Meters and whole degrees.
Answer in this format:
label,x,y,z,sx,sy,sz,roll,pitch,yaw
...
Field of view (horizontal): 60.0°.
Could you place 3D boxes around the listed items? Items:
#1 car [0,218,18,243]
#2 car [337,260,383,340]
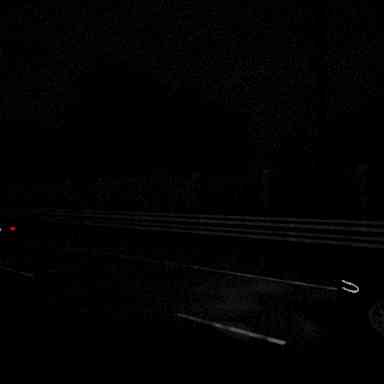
label,x,y,z,sx,sy,sz,roll,pitch,yaw
car,-10.543,1.753,16.192,5.357,1.411,2.033,-1,-1,37
car,4.802,1.499,4.806,5.008,1.535,1.882,-1,-1,37
